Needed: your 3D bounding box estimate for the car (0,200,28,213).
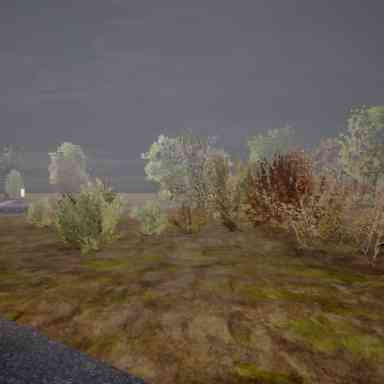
[{"bbox_3d":[-19.675,1.577,36.548,1.994,1.385,4.181,0,0,37],"label":"car"}]
